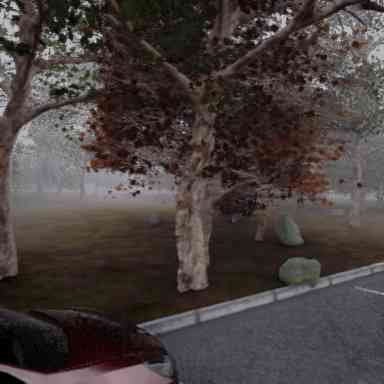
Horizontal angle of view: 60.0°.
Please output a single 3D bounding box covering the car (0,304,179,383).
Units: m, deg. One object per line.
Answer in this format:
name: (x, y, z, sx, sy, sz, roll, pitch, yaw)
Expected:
car: (-2.358, 1.509, 2.373, 4.792, 1.488, 2.163, 0, 0, -33)
